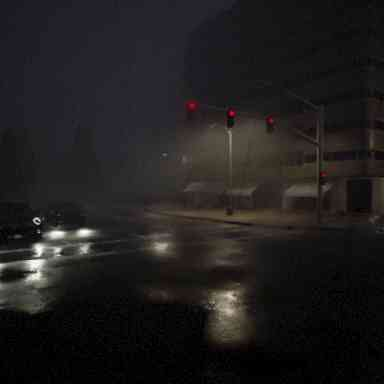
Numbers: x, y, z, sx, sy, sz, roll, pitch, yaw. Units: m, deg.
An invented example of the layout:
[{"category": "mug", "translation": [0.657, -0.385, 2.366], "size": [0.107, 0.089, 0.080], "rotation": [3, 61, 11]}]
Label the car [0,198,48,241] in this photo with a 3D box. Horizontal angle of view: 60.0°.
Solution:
[{"category": "car", "translation": [-8.442, 1.262, 15.682], "size": [2.097, 1.767, 4.553], "rotation": [0, 0, -33]}]

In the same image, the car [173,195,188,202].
[{"category": "car", "translation": [-1.795, 1.297, 65.788], "size": [1.812, 1.442, 4.674], "rotation": [0, 0, 40]}]

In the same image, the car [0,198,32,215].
[{"category": "car", "translation": [-17.464, 1.367, 33.189], "size": [1.812, 1.442, 4.674], "rotation": [0, 0, -15]}]

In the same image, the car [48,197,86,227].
[{"category": "car", "translation": [-8.488, 1.368, 22.138], "size": [1.882, 1.535, 5.008], "rotation": [0, 0, -32]}]

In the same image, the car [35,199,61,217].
[{"category": "car", "translation": [-13.240, 1.403, 30.877], "size": [2.033, 1.411, 5.357], "rotation": [0, 0, -21]}]

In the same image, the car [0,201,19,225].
[{"category": "car", "translation": [-13.549, 1.424, 23.658], "size": [2.033, 1.411, 5.357], "rotation": [0, 0, -30]}]

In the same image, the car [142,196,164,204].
[{"category": "car", "translation": [-6.574, 1.338, 56.668], "size": [2.033, 1.411, 5.357], "rotation": [0, 0, 20]}]
